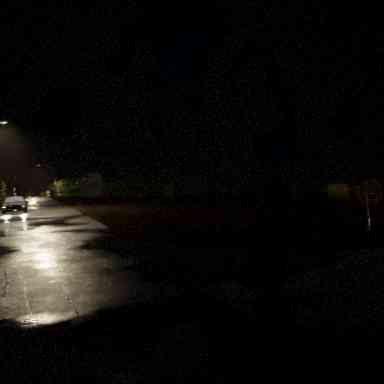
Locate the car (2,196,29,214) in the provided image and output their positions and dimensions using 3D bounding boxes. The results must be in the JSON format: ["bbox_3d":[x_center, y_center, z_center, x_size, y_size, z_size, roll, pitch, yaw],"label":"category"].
[{"bbox_3d":[-15.354,1.059,29.028,2.033,1.411,5.357,-3,2,-26],"label":"car"}]
